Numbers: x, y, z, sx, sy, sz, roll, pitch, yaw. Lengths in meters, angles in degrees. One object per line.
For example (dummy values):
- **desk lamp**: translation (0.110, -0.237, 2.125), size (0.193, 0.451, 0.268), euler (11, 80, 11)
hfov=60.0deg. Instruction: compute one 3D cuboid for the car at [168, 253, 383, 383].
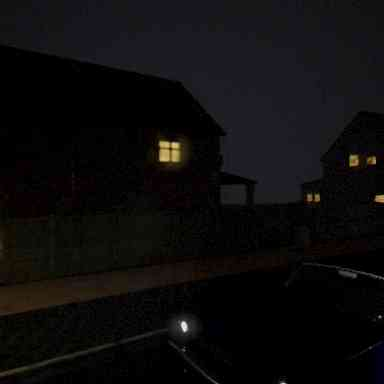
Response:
- **car**: translation (2.096, 1.597, 4.325), size (4.718, 1.301, 1.895), euler (0, 0, -34)
